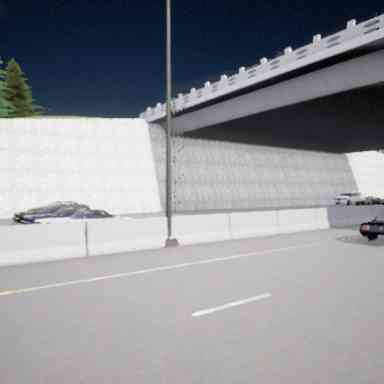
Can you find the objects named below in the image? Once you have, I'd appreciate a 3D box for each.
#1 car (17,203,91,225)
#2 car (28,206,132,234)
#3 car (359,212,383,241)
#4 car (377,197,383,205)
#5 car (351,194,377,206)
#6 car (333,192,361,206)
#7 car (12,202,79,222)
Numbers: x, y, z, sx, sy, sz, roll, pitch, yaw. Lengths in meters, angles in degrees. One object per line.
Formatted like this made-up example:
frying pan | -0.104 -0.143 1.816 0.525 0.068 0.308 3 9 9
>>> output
car | -7.628 1.578 20.044 4.718 1.301 1.895 0 0 -35
car | -5.593 1.578 17.196 4.718 1.301 1.895 0 0 -35
car | 9.544 1.529 14.848 4.718 1.301 1.895 0 0 -35
car | 27.920 1.331 45.356 5.357 1.411 2.033 0 0 -35
car | 25.810 1.331 48.147 5.357 1.411 2.033 0 0 -35
car | 24.164 1.001 51.266 5.566 2.045 2.150 -1 0 -35
car | -9.675 1.579 22.883 4.718 1.301 1.895 0 0 -35
